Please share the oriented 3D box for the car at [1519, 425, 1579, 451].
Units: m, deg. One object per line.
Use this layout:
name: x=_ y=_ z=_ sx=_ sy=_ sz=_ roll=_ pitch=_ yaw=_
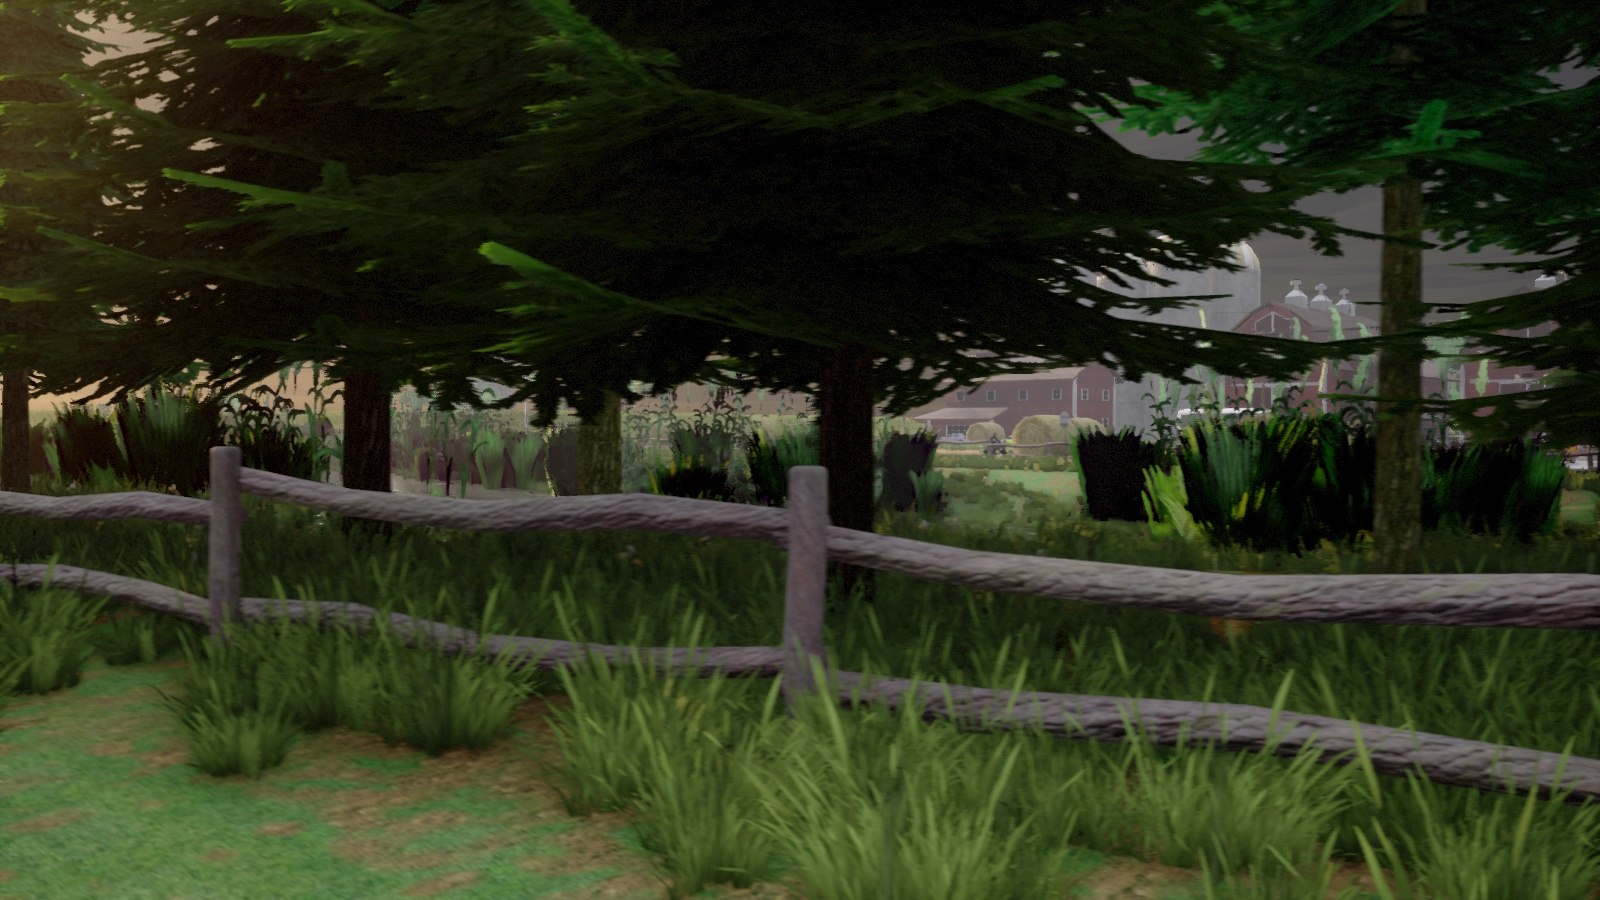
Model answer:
car: x=46.005 y=-0.750 z=77.106 sx=5.008 sy=1.535 sz=1.882 roll=-1 pitch=1 yaw=-43
